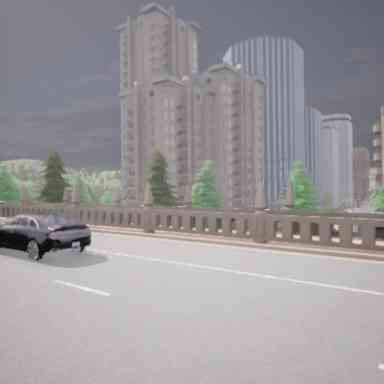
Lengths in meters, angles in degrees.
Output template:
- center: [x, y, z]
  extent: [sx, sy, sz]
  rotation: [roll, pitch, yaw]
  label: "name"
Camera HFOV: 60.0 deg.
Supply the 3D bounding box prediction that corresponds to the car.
- center: [-5.824, 1.535, 12.447]
  extent: [4.902, 1.511, 2.128]
  rotation: [0, 0, 36]
  label: "car"
